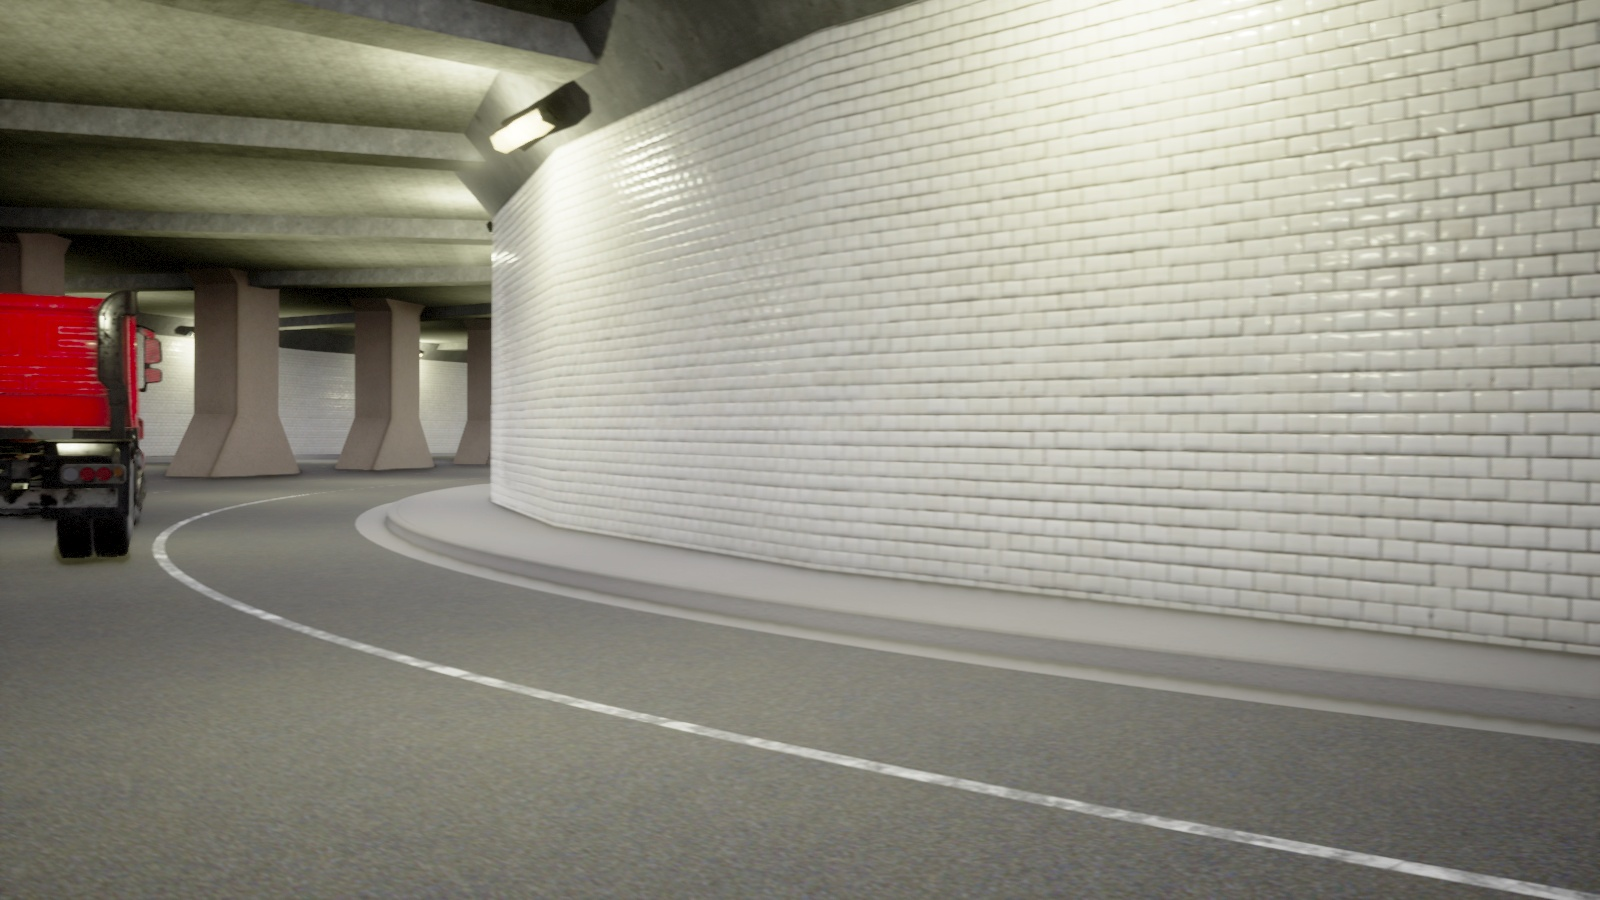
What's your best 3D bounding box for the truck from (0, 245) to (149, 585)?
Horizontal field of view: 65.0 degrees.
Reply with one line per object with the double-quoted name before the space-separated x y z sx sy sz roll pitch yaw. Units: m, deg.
"truck" -10.125 -0.380 16.226 2.891 3.462 7.936 -1 1 -27
